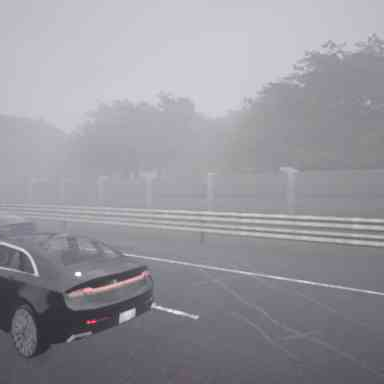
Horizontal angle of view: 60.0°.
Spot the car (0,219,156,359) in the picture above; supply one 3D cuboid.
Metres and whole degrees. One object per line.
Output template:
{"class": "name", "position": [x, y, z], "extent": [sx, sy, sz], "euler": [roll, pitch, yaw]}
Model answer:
{"class": "car", "position": [-2.872, 1.491, 5.998], "extent": [4.902, 1.511, 2.128], "euler": [0, 0, 35]}

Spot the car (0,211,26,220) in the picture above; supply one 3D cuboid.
{"class": "car", "position": [-8.402, 1.526, 14.133], "extent": [4.674, 1.442, 1.812], "euler": [0, 0, 35]}
